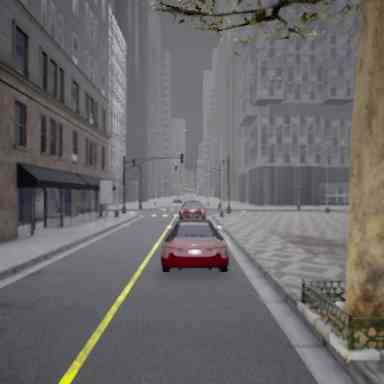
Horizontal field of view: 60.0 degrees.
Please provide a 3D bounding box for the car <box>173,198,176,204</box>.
[{"bbox_3d":[-3.164,1.930,73.237,1.895,1.301,4.718,0,0,0],"label":"car"}]

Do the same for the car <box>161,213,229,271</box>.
[{"bbox_3d":[0.077,1.607,11.068,1.994,1.385,4.181,0,0,0],"label":"car"}]

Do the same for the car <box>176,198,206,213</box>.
[{"bbox_3d":[0.084,1.463,27.180,2.097,1.767,4.553,0,0,1],"label":"car"}]
